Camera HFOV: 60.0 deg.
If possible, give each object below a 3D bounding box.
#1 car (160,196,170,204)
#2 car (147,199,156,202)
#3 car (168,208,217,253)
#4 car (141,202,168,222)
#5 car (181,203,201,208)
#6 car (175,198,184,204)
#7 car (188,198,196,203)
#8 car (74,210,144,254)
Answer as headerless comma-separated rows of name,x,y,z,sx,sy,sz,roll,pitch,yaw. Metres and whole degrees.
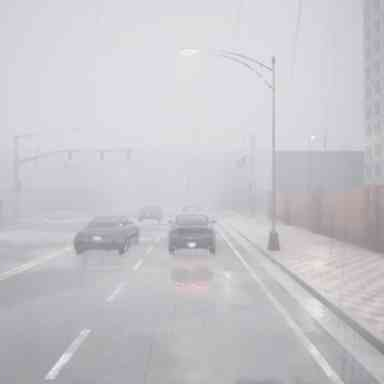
car,-6.993,2.055,86.536,2.150,2.045,5.566,0,-1,0
car,-10.493,2.383,86.563,1.994,1.385,4.181,0,-1,0
car,0.007,1.646,14.315,1.837,1.490,4.892,0,0,0
car,-3.502,1.826,28.997,2.033,1.411,5.357,0,-1,0
car,0.030,1.881,29.110,1.895,1.301,4.718,0,-1,1
car,-3.492,2.363,88.219,1.994,1.385,4.181,0,-1,0
car,0.008,2.289,88.224,1.882,1.535,5.008,0,-1,0
car,-3.493,1.702,14.268,1.994,1.385,4.181,0,-1,0
